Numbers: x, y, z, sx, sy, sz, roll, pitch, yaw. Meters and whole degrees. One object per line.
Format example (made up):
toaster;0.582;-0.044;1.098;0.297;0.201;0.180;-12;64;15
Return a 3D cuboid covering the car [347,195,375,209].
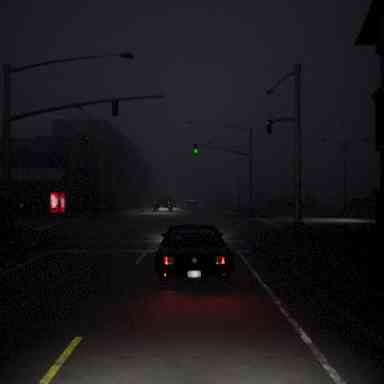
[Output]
car;21.539;1.362;40.145;4.514;1.523;2.007;0;0;0

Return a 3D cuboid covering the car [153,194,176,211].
car;-3.595;1.274;42.193;2.150;2.045;5.566;0;0;0

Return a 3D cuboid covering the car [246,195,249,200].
car;13.751;1.193;65.925;4.605;1.855;1.932;0;0;0

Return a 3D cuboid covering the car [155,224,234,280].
car;0.003;1.613;9.933;1.895;1.301;4.718;0;0;-1

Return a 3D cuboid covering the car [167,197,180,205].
car;-3.521;1.625;62.719;2.033;1.411;5.357;0;0;1

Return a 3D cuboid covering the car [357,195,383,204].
car;32.259;1.385;59.544;4.514;1.523;2.007;0;0;0

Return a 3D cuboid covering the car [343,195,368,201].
car;39.973;1.444;81.384;5.027;1.636;2.152;0;0;0

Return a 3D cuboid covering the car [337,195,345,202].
car;32.300;1.419;69.537;3.633;1.501;1.845;0;0;0

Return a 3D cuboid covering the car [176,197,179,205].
car;-3.583;1.666;52.426;1.895;1.301;4.718;0;0;0

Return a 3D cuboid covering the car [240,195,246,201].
car;13.886;1.492;84.508;3.633;1.501;1.845;0;0;0

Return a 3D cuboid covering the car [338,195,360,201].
car;39.920;1.457;84.521;4.514;1.523;2.007;0;0;0

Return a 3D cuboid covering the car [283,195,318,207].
car;14.489;1.301;43.807;3.806;1.475;1.970;0;0;0

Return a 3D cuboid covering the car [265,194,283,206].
car;14.165;1.230;50.225;5.027;1.636;2.152;0;0;0

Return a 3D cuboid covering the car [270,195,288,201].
car;21.307;1.499;81.529;3.806;1.475;1.970;0;0;0

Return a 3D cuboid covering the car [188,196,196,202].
car;0.000;1.596;77.464;1.837;1.490;4.892;0;0;0

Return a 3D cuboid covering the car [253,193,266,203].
car;14.163;1.169;63.019;3.866;1.878;1.905;0;0;0

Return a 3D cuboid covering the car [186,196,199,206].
car;0.100;1.559;54.539;2.128;1.511;4.902;0;0;0
